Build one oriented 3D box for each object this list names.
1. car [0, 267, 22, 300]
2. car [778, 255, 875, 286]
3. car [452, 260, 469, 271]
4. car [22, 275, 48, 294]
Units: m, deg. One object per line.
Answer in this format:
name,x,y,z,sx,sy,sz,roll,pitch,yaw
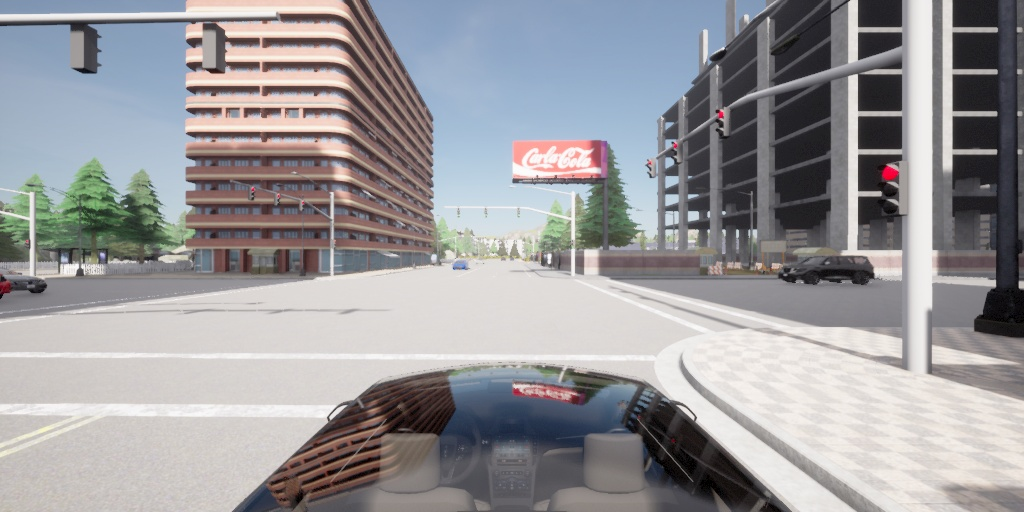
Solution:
car,-24.273,0.972,14.599,5.566,2.045,2.150,0,0,0
car,21.881,0.970,25.027,5.566,2.045,2.150,0,0,0
car,-6.989,1.276,49.123,1.882,1.535,5.008,0,1,0
car,-26.630,1.275,18.116,4.674,1.442,1.812,0,0,0
